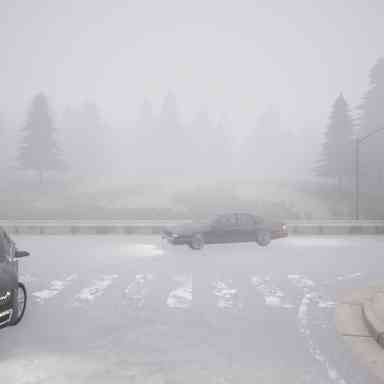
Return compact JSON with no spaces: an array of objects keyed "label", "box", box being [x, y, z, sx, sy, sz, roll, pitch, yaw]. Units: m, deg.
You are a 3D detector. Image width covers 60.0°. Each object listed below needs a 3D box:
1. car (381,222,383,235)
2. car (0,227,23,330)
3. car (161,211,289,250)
[{"label":"car","box":[11.238,1.492,15.079,4.902,1.511,2.128,0,0,0]},{"label":"car","box":[-4.457,1.505,6.560,1.837,1.490,4.892,0,0,-28]},{"label":"car","box":[1.459,1.547,14.201,5.357,1.411,2.033,0,0,-20]}]
